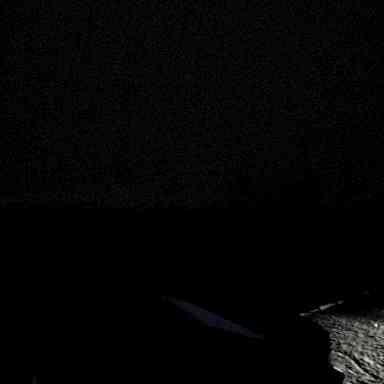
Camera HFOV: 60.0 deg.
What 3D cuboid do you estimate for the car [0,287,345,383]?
[{"bbox_3d":[-1.126,1.548,2.269,5.357,1.411,2.033,0,0,-36],"label":"car"}]
